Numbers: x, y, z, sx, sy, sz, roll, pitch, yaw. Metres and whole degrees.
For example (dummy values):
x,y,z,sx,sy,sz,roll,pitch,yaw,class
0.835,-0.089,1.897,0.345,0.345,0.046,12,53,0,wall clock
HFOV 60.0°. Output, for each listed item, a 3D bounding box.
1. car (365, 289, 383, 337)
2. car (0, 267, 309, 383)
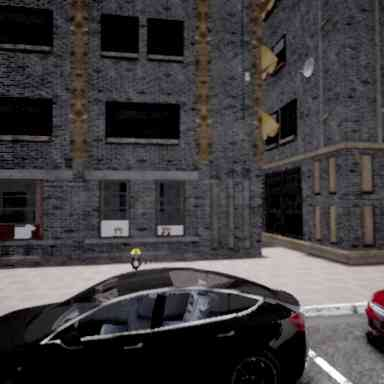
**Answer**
x,y,z,sx,sy,sz,roll,pitch,yaw,class
4.881,1.700,5.166,4.206,1.307,1.802,0,-2,-10,car
-0.703,1.727,4.226,4.313,1.339,1.947,0,-2,-10,car
